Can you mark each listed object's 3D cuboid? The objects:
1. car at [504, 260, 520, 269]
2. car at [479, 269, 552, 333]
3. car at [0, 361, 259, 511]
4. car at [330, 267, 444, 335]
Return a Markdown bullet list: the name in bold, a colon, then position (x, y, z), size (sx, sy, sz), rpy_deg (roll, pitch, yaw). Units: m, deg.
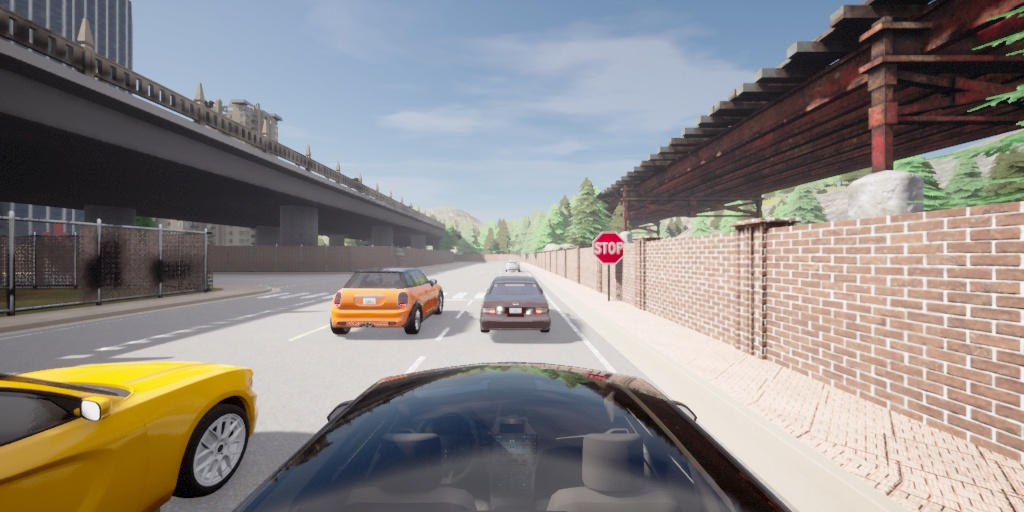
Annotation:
- **car**: position (0.099, 1.272, 45.486), size (1.812, 1.442, 4.674), rpy_deg (0, 0, -1)
- **car**: position (0.081, 1.297, 10.732), size (2.033, 1.411, 5.357), rpy_deg (0, 0, 0)
- **car**: position (-3.399, 1.228, 1.454), size (1.882, 1.535, 5.008), rpy_deg (0, 0, 0)
- **car**: position (-3.421, 1.101, 10.711), size (2.097, 1.767, 4.553), rpy_deg (0, 0, 0)
